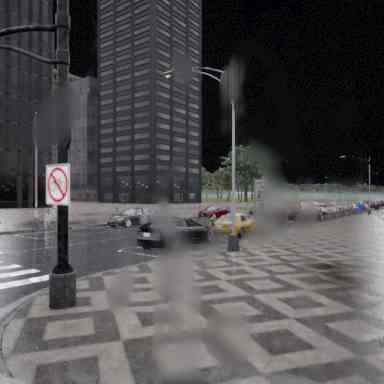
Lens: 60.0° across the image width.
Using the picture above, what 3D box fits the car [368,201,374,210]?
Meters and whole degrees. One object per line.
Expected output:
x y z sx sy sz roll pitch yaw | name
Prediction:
28.897 2.590 56.256 2.008 1.369 4.403 -1 -2 35 | car

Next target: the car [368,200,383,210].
35.451 2.537 65.452 2.192 1.841 5.009 -1 -2 35 | car

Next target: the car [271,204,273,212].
8.851 2.208 42.832 2.008 1.369 4.403 -1 -2 35 | car

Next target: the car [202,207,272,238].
2.779 1.823 19.636 1.752 1.417 4.829 -1 -2 35 | car

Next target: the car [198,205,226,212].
2.298 2.014 33.643 1.887 1.381 4.507 -1 -2 35 | car

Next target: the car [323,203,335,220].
12.511 2.113 33.282 1.887 1.381 4.507 -1 -2 35 | car

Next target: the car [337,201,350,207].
38.345 3.035 84.183 2.008 1.369 4.403 -1 -1 35 | car

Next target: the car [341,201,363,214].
22.342 2.293 47.069 1.967 1.590 4.097 -1 -2 35 | car

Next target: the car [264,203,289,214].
12.127 2.303 47.426 2.008 1.369 4.403 -1 -2 35 | car

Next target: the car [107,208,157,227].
-4.255 1.840 24.453 2.008 1.369 4.403 -1 -1 35 | car

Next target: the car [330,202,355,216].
19.065 2.303 42.472 1.887 1.381 4.507 -1 -2 35 | car

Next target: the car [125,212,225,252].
-0.596 1.774 14.903 1.947 1.339 4.313 -1 -2 35 | car

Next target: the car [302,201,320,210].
21.959 2.474 61.213 1.967 1.590 4.097 -1 -2 35 | car

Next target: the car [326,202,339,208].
31.791 2.889 74.994 1.802 1.307 4.206 -1 -2 35 | car

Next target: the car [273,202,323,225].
9.233 1.790 28.693 2.192 1.841 5.009 -1 -2 35 | car

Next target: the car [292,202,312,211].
18.682 2.492 56.616 2.008 1.369 4.403 -1 -2 35 | car

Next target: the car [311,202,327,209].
25.236 2.671 65.805 1.887 1.381 4.507 -1 -2 35 | car

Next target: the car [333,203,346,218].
15.792 2.245 37.881 1.802 1.307 4.206 -1 -2 36 | car

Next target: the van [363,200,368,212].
25.619 2.288 51.666 1.690 1.788 3.998 -1 -2 35 | van
